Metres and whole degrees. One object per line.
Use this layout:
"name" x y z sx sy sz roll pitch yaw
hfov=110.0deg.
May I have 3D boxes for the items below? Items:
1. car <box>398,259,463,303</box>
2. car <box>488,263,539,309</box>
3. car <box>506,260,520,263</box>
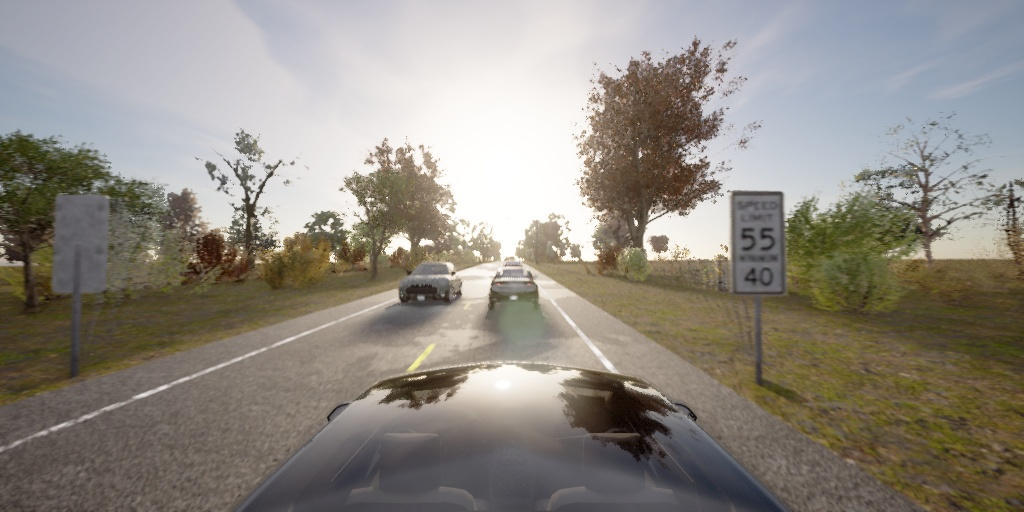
"car" -3.554 1.054 16.334 2.097 1.767 4.553 0 0 1
"car" 0.070 1.200 14.621 2.128 1.511 4.902 0 0 0
"car" 0.092 1.148 35.703 1.882 1.535 5.008 0 0 0
